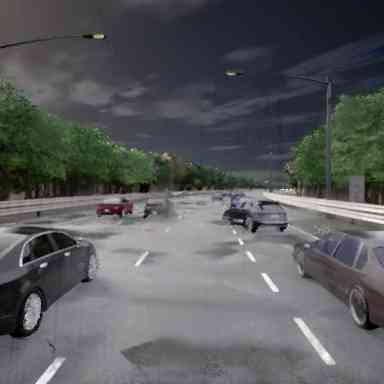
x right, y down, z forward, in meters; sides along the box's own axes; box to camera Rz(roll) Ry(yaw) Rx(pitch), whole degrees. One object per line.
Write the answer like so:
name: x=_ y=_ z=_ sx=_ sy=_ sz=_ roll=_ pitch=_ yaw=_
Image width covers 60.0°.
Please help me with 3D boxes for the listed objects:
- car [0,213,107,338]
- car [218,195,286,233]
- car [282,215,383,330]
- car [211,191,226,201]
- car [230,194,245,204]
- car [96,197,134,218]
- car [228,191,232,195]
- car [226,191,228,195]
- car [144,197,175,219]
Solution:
car: x=-3.296 y=1.417 z=6.442 sx=1.837 sy=1.490 sz=4.892 roll=0 pitch=1 yaw=1
car: x=3.387 y=1.204 z=18.335 sx=2.033 sy=1.649 sz=4.856 roll=1 pitch=1 yaw=-16
car: x=3.571 y=1.466 z=6.658 sx=2.033 sy=1.411 sz=5.357 roll=0 pitch=1 yaw=1
car: x=4.512 y=0.837 z=59.420 sx=2.033 sy=1.411 sz=5.357 roll=0 pitch=1 yaw=9
car: x=6.702 y=0.972 z=49.221 sx=1.994 sy=1.385 sz=4.181 roll=0 pitch=1 yaw=7
car: x=-5.936 y=1.145 z=26.273 sx=1.882 sy=1.535 sz=5.008 roll=0 pitch=1 yaw=4
car: x=5.495 y=0.963 z=38.614 sx=2.033 sy=1.649 sz=4.856 roll=0 pitch=1 yaw=6
car: x=8.813 y=0.540 z=82.722 sx=1.812 sy=1.442 sz=4.674 roll=0 pitch=1 yaw=12
car: x=-2.465 y=1.182 z=25.737 sx=1.837 sy=1.490 sz=4.892 roll=0 pitch=1 yaw=4
